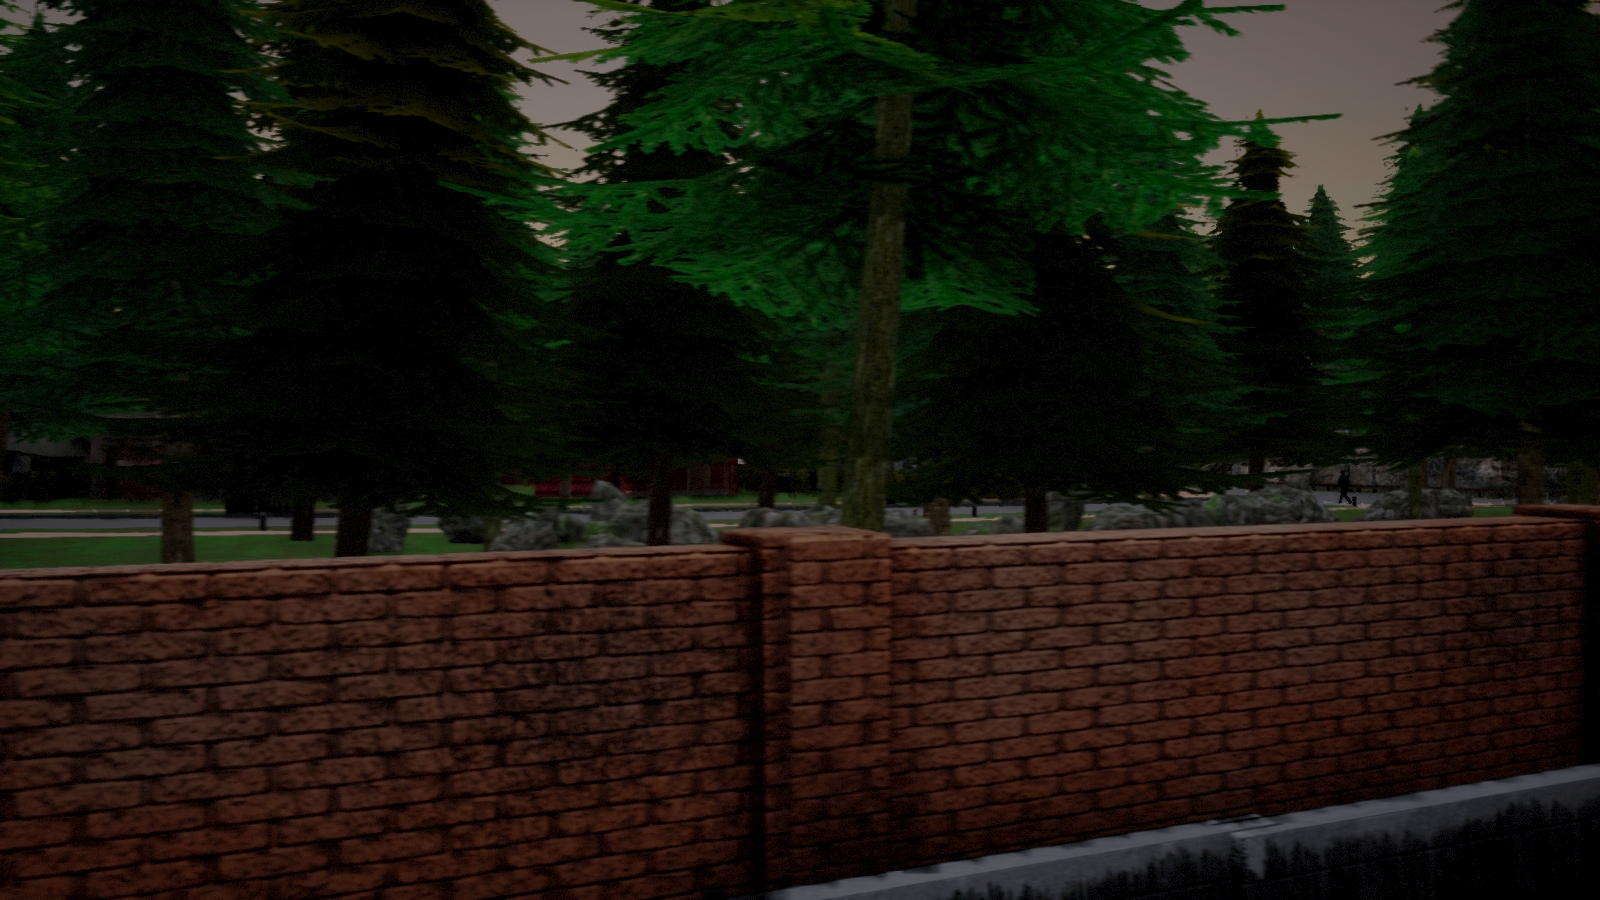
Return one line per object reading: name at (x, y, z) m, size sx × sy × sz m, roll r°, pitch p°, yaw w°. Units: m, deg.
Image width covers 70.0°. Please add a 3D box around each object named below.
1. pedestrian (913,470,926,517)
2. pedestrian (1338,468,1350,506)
pedestrian at (4.732, 1.716, 45.157) m, size 0.375 × 1.860 × 0.375 m, roll 0°, pitch 0°, yaw -30°
pedestrian at (27.414, 1.858, 57.563) m, size 0.375 × 1.860 × 0.375 m, roll 0°, pitch 0°, yaw -23°
